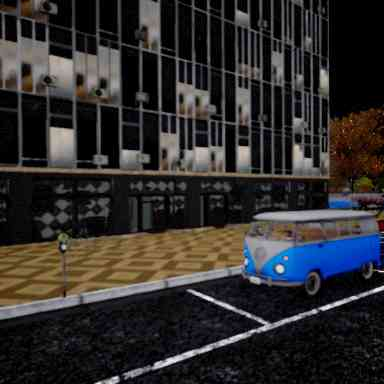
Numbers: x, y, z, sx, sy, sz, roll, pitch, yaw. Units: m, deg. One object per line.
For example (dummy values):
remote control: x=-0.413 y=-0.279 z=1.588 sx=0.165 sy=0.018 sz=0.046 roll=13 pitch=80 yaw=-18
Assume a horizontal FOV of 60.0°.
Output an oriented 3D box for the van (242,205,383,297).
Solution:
van: x=3.059 y=1.356 z=8.293 sx=3.998 sy=1.788 sz=1.690 roll=0 pitch=-1 yaw=-35

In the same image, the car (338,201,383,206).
car: x=7.575 y=1.343 z=11.514 sx=5.009 sy=1.841 sz=2.192 roll=0 pitch=-1 yaw=-35

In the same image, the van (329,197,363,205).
van: x=21.063 y=1.543 z=46.303 sx=1.690 sy=1.788 sz=3.998 roll=-1 pitch=0 yaw=-36

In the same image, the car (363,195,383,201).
car: x=27.804 y=1.431 z=50.926 sx=2.192 sy=1.841 sz=5.009 roll=-1 pitch=0 yaw=-36
